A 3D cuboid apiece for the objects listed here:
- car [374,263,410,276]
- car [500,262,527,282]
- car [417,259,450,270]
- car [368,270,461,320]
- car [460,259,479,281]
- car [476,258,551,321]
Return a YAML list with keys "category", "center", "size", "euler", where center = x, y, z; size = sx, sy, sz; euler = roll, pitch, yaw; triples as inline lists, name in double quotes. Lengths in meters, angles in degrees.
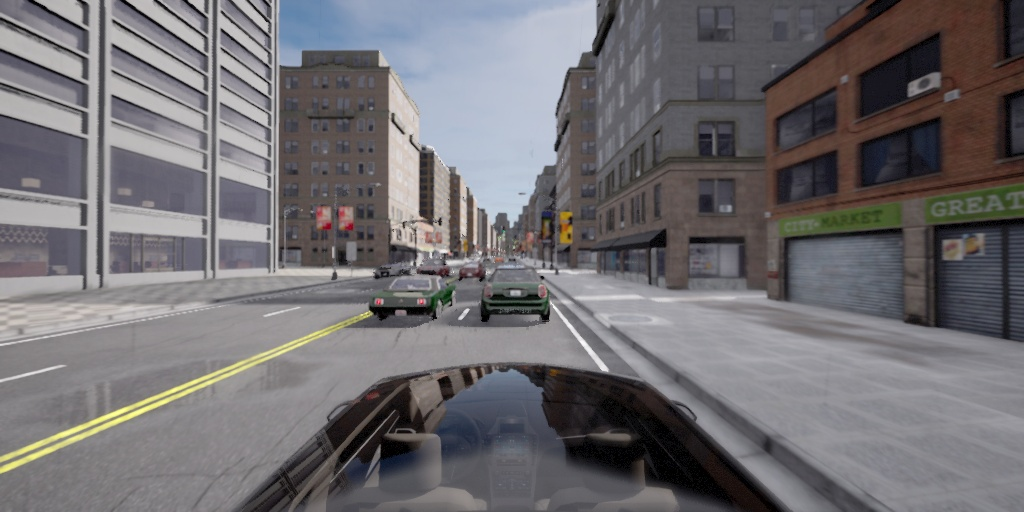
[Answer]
- category: "car"
  center: [-9.806, 1.234, 29.702]
  size: [1.994, 1.385, 4.181]
  euler: [0, 0, 0]
- category: "car"
  center: [0.116, 1.236, 28.451]
  size: [1.994, 1.385, 4.181]
  euler: [0, 0, 0]
- category: "car"
  center: [-6.553, 1.018, 30.215]
  size: [2.097, 1.767, 4.553]
  euler: [0, 0, 0]
- category: "car"
  center: [-3.144, 1.323, 12.393]
  size: [1.895, 1.301, 4.718]
  euler: [0, 0, 0]
- category: "car"
  center: [-3.135, 1.197, 28.915]
  size: [1.812, 1.442, 4.674]
  euler: [0, 0, 0]
- category: "car"
  center: [0.104, 1.075, 12.454]
  size: [2.097, 1.767, 4.553]
  euler: [0, 0, 0]
